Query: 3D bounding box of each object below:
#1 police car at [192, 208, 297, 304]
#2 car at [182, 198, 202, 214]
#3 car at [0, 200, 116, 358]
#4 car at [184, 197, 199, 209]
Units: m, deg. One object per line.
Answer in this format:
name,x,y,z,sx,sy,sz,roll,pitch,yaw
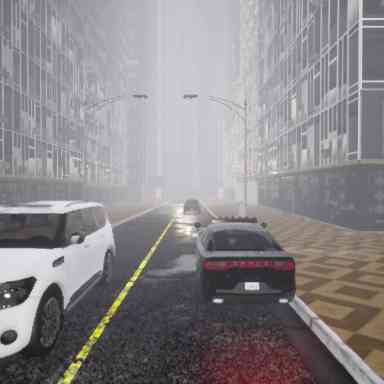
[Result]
police car,1.036,1.427,8.347,1.930,1.638,5.238,0,0,0
car,0.014,1.523,36.204,1.837,1.490,4.892,0,0,0
car,-3.010,1.222,6.355,2.150,2.045,5.566,0,0,0
car,-0.049,1.505,46.545,1.882,1.535,5.008,0,0,0
